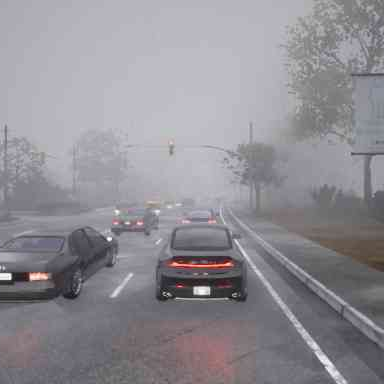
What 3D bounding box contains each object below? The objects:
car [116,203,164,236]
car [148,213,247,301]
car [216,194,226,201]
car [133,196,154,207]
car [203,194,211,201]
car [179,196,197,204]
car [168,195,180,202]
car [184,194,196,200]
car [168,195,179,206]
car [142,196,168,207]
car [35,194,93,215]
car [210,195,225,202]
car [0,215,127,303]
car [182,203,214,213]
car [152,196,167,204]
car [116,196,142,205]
[{"bbox_3d":[-3.014,1.547,18.475,2.033,1.411,5.357,0,0,2],"label":"car"},{"bbox_3d":[0.214,1.505,8.326,1.837,1.490,4.892,0,0,1],"label":"car"},{"bbox_3d":[7.533,1.393,85.435,2.128,1.511,4.902,0,0,10],"label":"car"},{"bbox_3d":[-7.674,1.491,53.323,2.128,1.511,4.902,0,0,6],"label":"car"},{"bbox_3d":[4.017,1.355,85.640,2.097,1.767,4.553,0,0,10],"label":"car"},{"bbox_3d":[-0.431,1.504,53.170,1.837,1.490,4.892,0,0,6],"label":"car"},{"bbox_3d":[-4.167,1.486,79.177,1.837,1.490,4.892,0,0,9],"label":"car"},{"bbox_3d":[-0.485,1.140,80.041,2.128,1.511,4.902,0,0,9],"label":"car"},{"bbox_3d":[-3.943,1.564,55.249,1.994,1.385,4.181,0,0,6],"label":"car"},{"bbox_3d":[-4.954,1.477,45.365,1.882,1.535,5.008,0,0,5],"label":"car"},{"bbox_3d":[-13.051,1.220,34.073,5.566,2.045,2.150,0,0,0],"label":"car"},{"bbox_3d":[5.855,1.519,75.310,1.812,1.442,4.674,0,0,9],"label":"car"},{"bbox_3d":[-3.297,1.547,8.408,2.033,1.411,5.357,0,0,1],"label":"car"},{"bbox_3d":[0.460,1.526,17.573,1.812,1.442,4.674,0,0,4],"label":"car"},{"bbox_3d":[-6.254,1.526,64.977,1.812,1.442,4.674,0,0,8],"label":"car"},{"bbox_3d":[-8.553,1.352,44.377,2.097,1.767,4.553,0,0,5],"label":"car"}]
